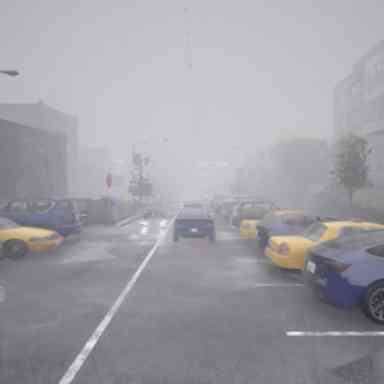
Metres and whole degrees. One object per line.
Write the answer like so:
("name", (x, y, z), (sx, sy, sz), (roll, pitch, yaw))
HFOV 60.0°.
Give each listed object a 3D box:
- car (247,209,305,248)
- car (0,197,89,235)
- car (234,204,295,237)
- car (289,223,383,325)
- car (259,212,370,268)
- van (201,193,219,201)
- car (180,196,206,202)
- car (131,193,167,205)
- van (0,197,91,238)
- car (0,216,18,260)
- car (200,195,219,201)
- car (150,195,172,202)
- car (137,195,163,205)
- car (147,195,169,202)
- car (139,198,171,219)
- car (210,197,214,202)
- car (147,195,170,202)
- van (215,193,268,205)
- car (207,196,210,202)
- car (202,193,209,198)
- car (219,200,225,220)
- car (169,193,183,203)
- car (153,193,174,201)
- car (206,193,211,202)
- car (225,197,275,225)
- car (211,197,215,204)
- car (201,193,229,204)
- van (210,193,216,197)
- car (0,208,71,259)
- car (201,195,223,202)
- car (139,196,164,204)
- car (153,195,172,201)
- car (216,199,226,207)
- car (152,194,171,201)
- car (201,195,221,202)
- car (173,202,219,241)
("car", (4.675, 1.522, 12.125), (4.792, 1.488, 2.163), (0, 0, 0))
("car", (-7.712, 1.243, 14.638), (5.566, 2.045, 2.435), (0, 0, 0))
("car", (4.832, 1.492, 14.918), (5.366, 1.575, 1.946), (0, 0, 0))
("car", (4.677, 1.517, 6.537), (4.792, 1.488, 2.163), (0, 0, 0))
("car", (4.833, 1.487, 9.330), (5.366, 1.575, 1.946), (0, 0, 0))
("van", (4.514, 1.329, 84.756), (4.442, 1.987, 1.878), (0, 0, 0))
("car", (0.091, 1.510, 32.979), (1.882, 1.535, 5.008), (0, 0, 0))
("car", (-7.722, 1.284, 57.870), (5.566, 2.045, 2.435), (0, 0, 0))
("van", (-7.801, 1.271, 17.429), (4.442, 1.987, 1.878), (0, 0, 0))
("car", (-7.680, 1.529, 9.056), (4.674, 1.452, 2.002), (0, 0, 0))
("car", (4.624, 1.532, 87.565), (4.892, 1.521, 2.231), (0, 1, 0))
("car", (-7.513, 1.554, 81.376), (5.366, 1.575, 1.946), (0, 0, 0))
("car", (-7.662, 1.412, 60.683), (4.553, 1.767, 2.185), (0, 0, 0))
("car", (-7.703, 1.553, 75.373), (4.892, 1.521, 2.231), (0, 0, 0))
("car", (-3.104, 1.533, 28.978), (1.837, 1.490, 4.892), (0, 0, 0))
("car", (4.639, 1.556, 37.266), (4.674, 1.452, 2.002), (0, 0, 0))
("car", (-7.883, 1.552, 78.436), (5.366, 1.575, 1.946), (0, 0, 0))
("van", (4.526, 1.282, 28.886), (4.442, 1.987, 1.878), (0, 0, 0))
("car", (4.668, 1.551, 42.856), (4.792, 1.488, 2.163), (0, 0, 0))
("car", (4.666, 1.275, 48.443), (5.566, 2.045, 2.435), (0, 0, 0))
("car", (4.638, 1.504, 23.298), (4.892, 1.521, 2.231), (0, 0, 0))
("car", (-3.016, 1.280, 70.043), (2.150, 2.045, 5.566), (0, 0, 0))
("car", (-7.672, 1.239, 90.089), (5.566, 2.045, 2.435), (0, 1, 0))
("car", (4.608, 1.398, 45.647), (4.553, 1.767, 2.185), (0, 0, 0))
("car", (4.613, 1.375, 20.507), (4.553, 1.767, 2.185), (0, 0, 0))
("car", (4.637, 1.511, 31.804), (5.008, 1.535, 2.097), (0, 0, 0))
("car", (4.606, 1.294, 67.997), (5.566, 2.045, 2.435), (0, 0, 0))
("van", (4.757, 1.293, 40.060), (4.442, 1.987, 1.878), (0, 0, 0))
("car", (-7.498, 1.489, 11.972), (5.366, 1.575, 1.946), (0, 0, 0))
("car", (4.626, 1.554, 76.502), (4.892, 1.521, 2.231), (0, 0, 0))
("car", (-7.692, 1.581, 63.621), (4.674, 1.452, 2.002), (0, 0, 0))
("car", (-7.705, 1.535, 87.148), (5.008, 1.535, 2.097), (0, 0, 0))
("car", (4.650, 1.507, 26.092), (4.892, 1.521, 2.231), (0, 0, 0))
("car", (-7.668, 1.430, 84.318), (4.553, 1.767, 2.185), (0, 0, 0))
("car", (4.638, 1.559, 81.962), (4.892, 1.521, 2.231), (0, 0, 0))
("car", (0.093, 1.494, 16.696), (1.882, 1.535, 5.008), (0, 0, 0))
